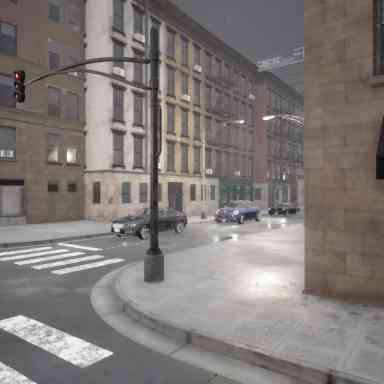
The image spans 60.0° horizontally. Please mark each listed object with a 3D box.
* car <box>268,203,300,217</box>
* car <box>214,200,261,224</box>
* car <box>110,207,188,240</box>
[{"bbox_3d":[9.483,1.782,34.185,1.895,1.301,4.718,0,0,35],"label":"car"},{"bbox_3d":[3.631,1.480,25.993,2.097,1.767,4.553,0,0,36],"label":"car"},{"bbox_3d":[-2.161,1.568,17.842,2.128,1.511,4.902,0,0,35],"label":"car"}]
